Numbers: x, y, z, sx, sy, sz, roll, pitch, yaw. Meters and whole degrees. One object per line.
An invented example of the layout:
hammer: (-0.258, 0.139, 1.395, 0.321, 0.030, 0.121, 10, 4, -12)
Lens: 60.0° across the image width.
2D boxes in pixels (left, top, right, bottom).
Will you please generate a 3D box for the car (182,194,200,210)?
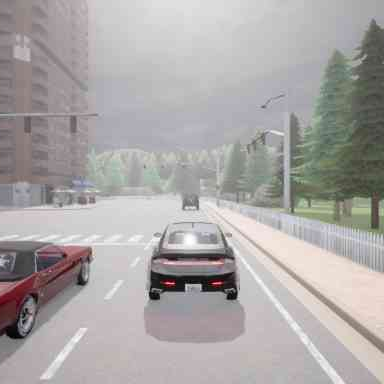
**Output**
car: (-0.173, 1.221, 43.797, 2.150, 2.045, 5.566, 0, 0, -1)

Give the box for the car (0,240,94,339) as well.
car: (-3.449, 1.601, 6.502, 1.895, 1.301, 4.718, 0, 0, 0)

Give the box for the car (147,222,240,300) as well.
car: (0.024, 1.492, 8.350, 2.128, 1.511, 4.902, 0, 0, 0)
